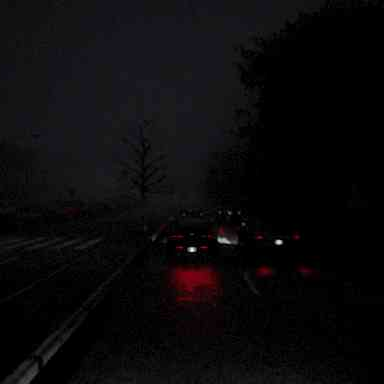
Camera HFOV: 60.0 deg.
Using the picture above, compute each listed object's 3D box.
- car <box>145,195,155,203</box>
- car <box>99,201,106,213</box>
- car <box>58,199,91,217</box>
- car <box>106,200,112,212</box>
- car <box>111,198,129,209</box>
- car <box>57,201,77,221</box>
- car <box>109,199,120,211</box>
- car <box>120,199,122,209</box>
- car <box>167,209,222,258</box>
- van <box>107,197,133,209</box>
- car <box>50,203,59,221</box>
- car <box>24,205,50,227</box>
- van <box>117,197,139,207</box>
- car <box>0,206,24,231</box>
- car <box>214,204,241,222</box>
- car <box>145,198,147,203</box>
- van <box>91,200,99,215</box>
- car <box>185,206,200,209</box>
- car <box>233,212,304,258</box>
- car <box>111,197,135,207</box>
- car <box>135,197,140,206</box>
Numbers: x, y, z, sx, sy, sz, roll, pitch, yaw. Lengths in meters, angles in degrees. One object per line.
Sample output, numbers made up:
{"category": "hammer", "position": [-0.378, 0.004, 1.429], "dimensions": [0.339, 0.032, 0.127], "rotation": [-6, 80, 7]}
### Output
{"category": "car", "position": [-13.793, 2.408, 93.359], "dimensions": [4.792, 1.488, 2.163], "rotation": [-1, 0, -20]}
{"category": "car", "position": [-13.858, 2.171, 42.526], "dimensions": [4.674, 1.452, 2.002], "rotation": [0, -1, -20]}
{"category": "car", "position": [-13.841, 1.920, 36.569], "dimensions": [4.553, 1.767, 2.185], "rotation": [0, -1, -20]}
{"category": "car", "position": [-13.887, 2.199, 45.498], "dimensions": [4.792, 1.488, 2.163], "rotation": [-1, -1, -20]}
{"category": "car", "position": [-13.846, 2.303, 57.452], "dimensions": [4.674, 1.452, 2.002], "rotation": [-1, 0, -20]}
{"category": "car", "position": [-13.700, 1.940, 30.658], "dimensions": [5.366, 1.575, 1.946], "rotation": [0, -1, -20]}
{"category": "car", "position": [-13.686, 2.193, 48.568], "dimensions": [5.366, 1.575, 1.946], "rotation": [-1, -1, -20]}
{"category": "car", "position": [-13.828, 2.254, 51.495], "dimensions": [4.792, 1.488, 2.163], "rotation": [-1, -1, -20]}
{"category": "car", "position": [0.026, 1.679, 13.499], "dimensions": [1.837, 1.490, 4.892], "rotation": [0, 0, 1]}
{"category": "van", "position": [-13.740, 2.061, 63.467], "dimensions": [4.442, 1.987, 1.878], "rotation": [-1, 0, -20]}
{"category": "car", "position": [-13.902, 1.921, 27.596], "dimensions": [4.792, 1.488, 2.163], "rotation": [0, -1, -20]}
{"category": "car", "position": [-13.706, 1.833, 24.693], "dimensions": [5.366, 1.575, 1.946], "rotation": [0, -1, -20]}
{"category": "van", "position": [-13.949, 2.090, 72.329], "dimensions": [4.442, 1.987, 1.878], "rotation": [-1, 0, -20]}
{"category": "car", "position": [-13.877, 1.828, 21.644], "dimensions": [4.674, 1.452, 2.002], "rotation": [0, -1, -20]}
{"category": "car", "position": [3.031, 1.764, 28.445], "dimensions": [2.097, 1.767, 4.553], "rotation": [0, -1, 1]}
{"category": "car", "position": [-13.827, 2.373, 78.335], "dimensions": [4.674, 1.452, 2.002], "rotation": [-1, 0, -20]}
{"category": "van", "position": [-13.761, 1.866, 39.598], "dimensions": [4.442, 1.987, 1.878], "rotation": [0, -1, -20]}
{"category": "car", "position": [0.033, 1.947, 28.912], "dimensions": [1.812, 1.442, 4.674], "rotation": [0, -1, 1]}
{"category": "car", "position": [3.028, 1.736, 13.510], "dimensions": [1.994, 1.385, 4.181], "rotation": [0, -1, 1]}
{"category": "car", "position": [-13.877, 2.027, 60.424], "dimensions": [5.566, 2.045, 2.435], "rotation": [-1, 0, -20]}
{"category": "car", "position": [-13.821, 2.045, 66.420], "dimensions": [5.566, 2.045, 2.435], "rotation": [-1, 0, -20]}
